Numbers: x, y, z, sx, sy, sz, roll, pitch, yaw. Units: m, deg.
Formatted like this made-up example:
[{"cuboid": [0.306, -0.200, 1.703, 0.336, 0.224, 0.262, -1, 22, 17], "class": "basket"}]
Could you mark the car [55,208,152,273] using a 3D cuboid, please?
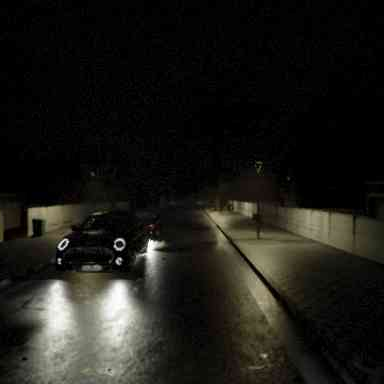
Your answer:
[{"cuboid": [-2.794, 1.474, 11.175, 2.097, 1.767, 4.553, 0, -1, 1], "class": "car"}]

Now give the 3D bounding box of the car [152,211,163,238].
[{"cuboid": [-2.786, 1.772, 18.926, 1.994, 1.385, 4.181, 0, -1, 0], "class": "car"}]
